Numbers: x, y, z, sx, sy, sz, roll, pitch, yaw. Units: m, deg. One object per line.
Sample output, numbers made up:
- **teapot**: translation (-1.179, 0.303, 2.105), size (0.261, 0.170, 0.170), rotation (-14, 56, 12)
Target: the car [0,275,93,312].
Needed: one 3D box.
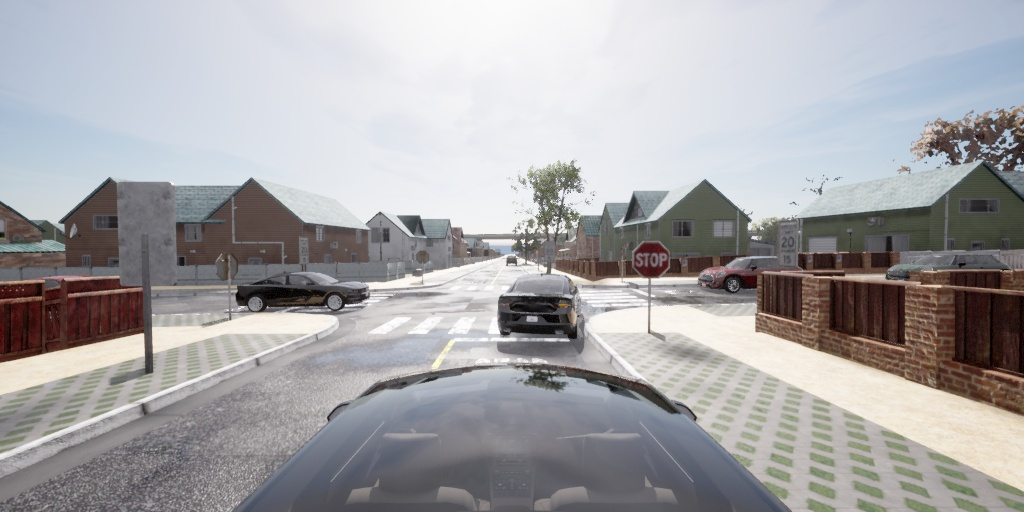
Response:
- **car**: translation (-18.032, 1.546, 14.689), size (5.008, 1.535, 1.882), rotation (-1, 2, 0)

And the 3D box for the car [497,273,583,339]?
- **car**: translation (0.951, 1.224, 10.241), size (1.882, 1.535, 5.008), rotation (0, 0, 12)

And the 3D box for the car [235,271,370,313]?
- **car**: translation (-8.479, 1.376, 14.760), size (5.008, 1.535, 1.882), rotation (-1, 2, 0)

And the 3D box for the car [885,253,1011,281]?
- **car**: translation (21.688, 0.646, 17.938), size (4.553, 1.767, 2.097), rotation (-1, 2, 0)

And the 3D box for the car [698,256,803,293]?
- **car**: translation (11.794, 0.820, 17.859), size (4.553, 1.767, 2.097), rotation (-1, 2, 0)
